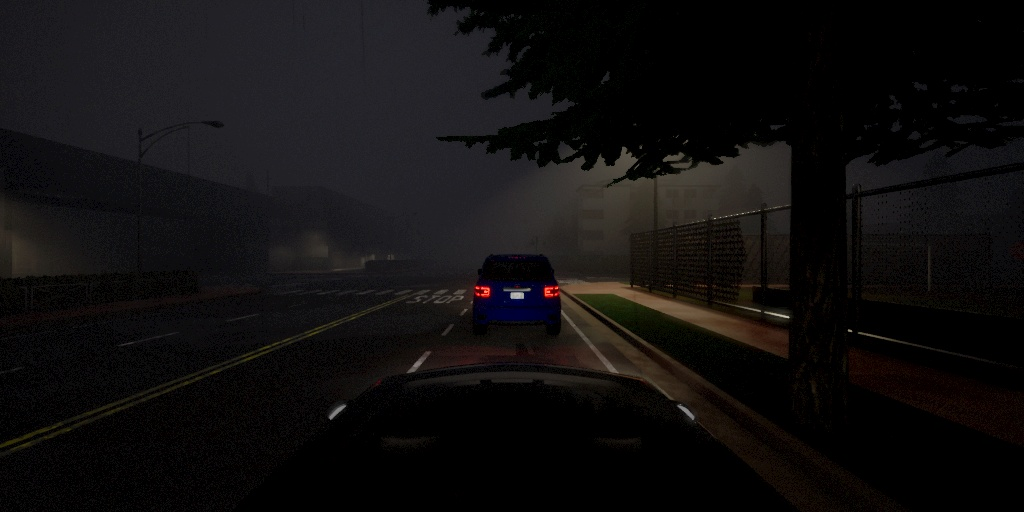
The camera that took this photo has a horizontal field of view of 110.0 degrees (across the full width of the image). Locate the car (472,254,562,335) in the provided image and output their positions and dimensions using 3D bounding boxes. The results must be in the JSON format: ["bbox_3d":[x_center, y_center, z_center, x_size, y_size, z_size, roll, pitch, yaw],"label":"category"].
[{"bbox_3d":[0.123,0.972,10.622,2.150,2.045,5.566,0,0,0],"label":"car"}]

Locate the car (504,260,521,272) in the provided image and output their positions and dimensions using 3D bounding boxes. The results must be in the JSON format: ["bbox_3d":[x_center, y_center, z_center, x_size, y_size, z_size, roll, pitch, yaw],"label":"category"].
[{"bbox_3d":[0.061,1.241,46.453,2.128,1.511,4.902,0,0,-1],"label":"car"}]
